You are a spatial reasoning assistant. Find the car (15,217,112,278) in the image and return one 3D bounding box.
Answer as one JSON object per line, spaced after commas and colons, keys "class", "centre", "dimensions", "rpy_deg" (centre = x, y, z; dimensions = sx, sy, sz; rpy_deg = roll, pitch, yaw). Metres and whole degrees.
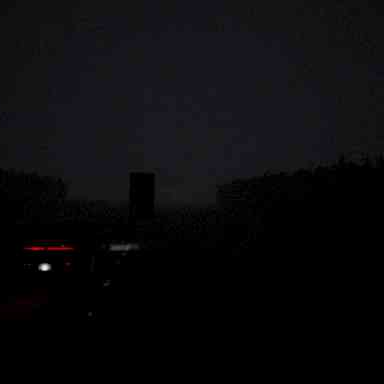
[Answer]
{"class": "car", "centre": [-3.709, 1.541, 10.256], "dimensions": [1.837, 1.490, 4.892], "rpy_deg": [1, -1, -6]}
